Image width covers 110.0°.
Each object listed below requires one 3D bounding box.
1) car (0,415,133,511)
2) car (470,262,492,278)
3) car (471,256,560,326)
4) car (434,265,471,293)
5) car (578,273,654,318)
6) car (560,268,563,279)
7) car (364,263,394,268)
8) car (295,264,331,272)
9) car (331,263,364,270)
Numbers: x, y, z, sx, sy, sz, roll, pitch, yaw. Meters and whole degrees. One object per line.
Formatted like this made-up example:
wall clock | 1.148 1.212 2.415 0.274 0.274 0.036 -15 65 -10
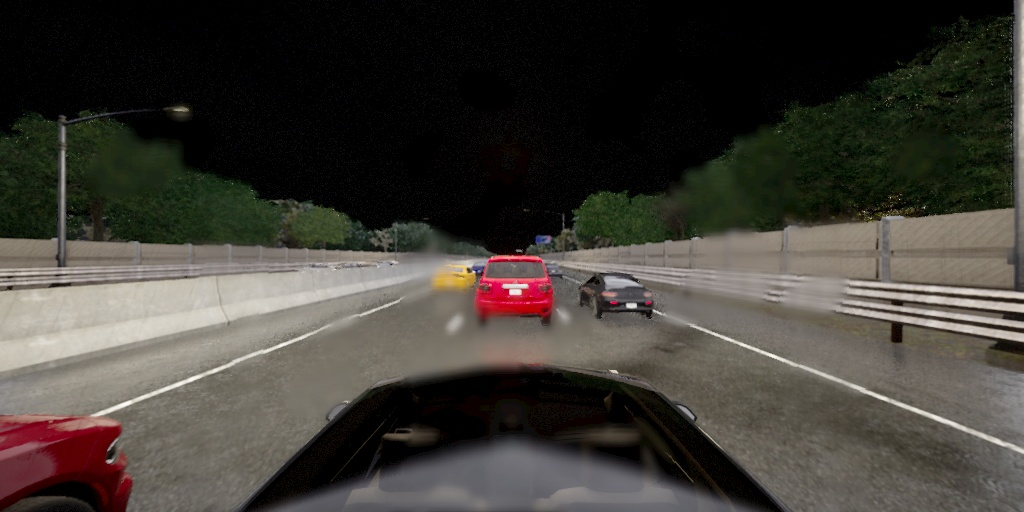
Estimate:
car | -3.409 1.220 0.217 1.882 1.535 5.008 0 0 0
car | -3.244 1.400 38.307 1.882 1.535 5.008 0 0 0
car | 0.110 1.024 11.987 2.150 2.045 5.566 0 0 1
car | -3.321 1.322 21.572 1.882 1.535 5.008 0 -1 0
car | 3.618 1.330 13.061 1.812 1.442 4.674 0 0 1
car | 3.738 1.453 34.519 2.033 1.411 5.357 0 0 0
car | -13.935 1.451 39.042 1.812 1.442 4.674 0 0 0
car | -20.940 1.521 38.097 1.895 1.301 4.718 0 0 0
car | -17.433 1.489 39.146 1.994 1.385 4.181 0 0 0
